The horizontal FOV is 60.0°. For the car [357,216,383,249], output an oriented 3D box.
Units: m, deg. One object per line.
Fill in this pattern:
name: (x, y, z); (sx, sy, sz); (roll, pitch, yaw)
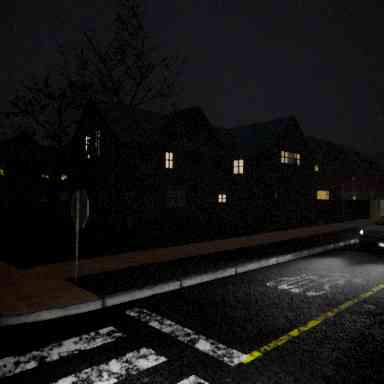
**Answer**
car: (8.516, 1.598, 13.539); (4.718, 1.301, 1.895); (0, 0, -42)
